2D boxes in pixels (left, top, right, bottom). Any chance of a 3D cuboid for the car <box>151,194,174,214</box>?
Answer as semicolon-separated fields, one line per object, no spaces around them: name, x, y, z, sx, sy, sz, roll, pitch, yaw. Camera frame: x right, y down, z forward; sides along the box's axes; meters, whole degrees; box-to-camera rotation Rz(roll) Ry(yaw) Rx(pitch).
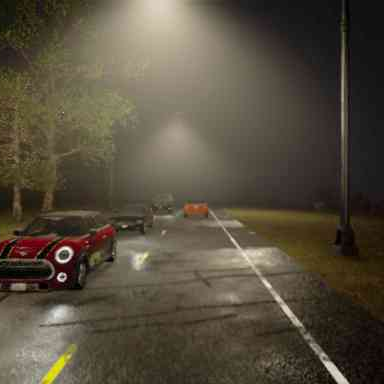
car;-3.117;1.220;35.857;2.150;2.045;5.566;0;0;1

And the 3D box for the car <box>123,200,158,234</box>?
car;-3.389;1.461;19.392;1.882;1.535;5.008;0;0;1

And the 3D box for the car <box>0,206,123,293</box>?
car;-3.510;1.341;9.025;2.097;1.767;4.553;0;0;1

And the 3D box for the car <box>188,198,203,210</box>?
car;0.486;1.507;42.755;1.812;1.442;4.674;0;0;1

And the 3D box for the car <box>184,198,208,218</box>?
car;0.382;1.336;30.407;2.097;1.767;4.553;0;0;1
